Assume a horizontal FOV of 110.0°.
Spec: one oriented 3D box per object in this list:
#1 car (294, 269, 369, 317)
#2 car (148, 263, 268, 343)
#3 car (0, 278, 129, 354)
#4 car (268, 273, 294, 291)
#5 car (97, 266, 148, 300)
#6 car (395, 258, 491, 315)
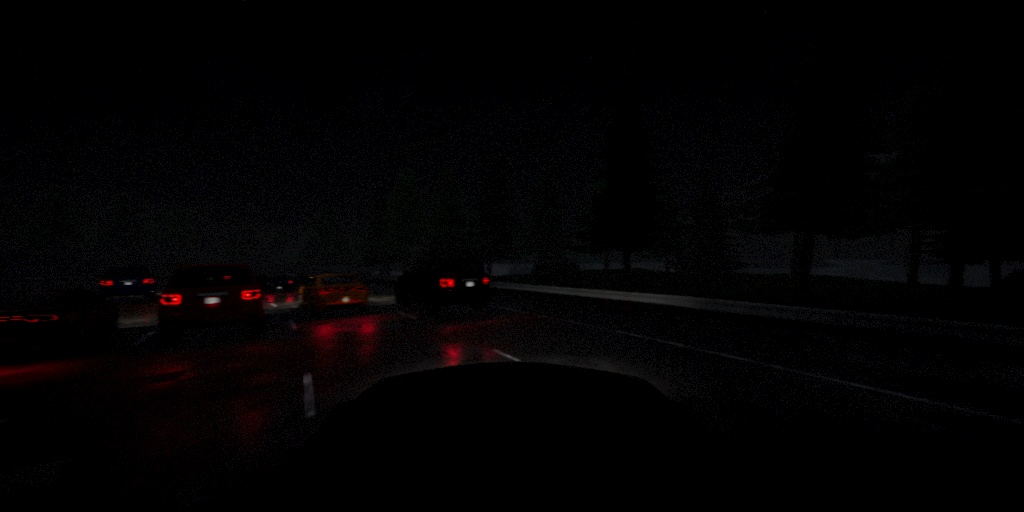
[{"bbox_3d":[-7.472,1.471,14.831,1.882,1.535,5.008,-1,-1,-38],"label":"car"},{"bbox_3d":[-9.045,1.239,11.130,2.150,2.045,5.566,-1,0,-36],"label":"car"},{"bbox_3d":[-12.045,1.559,9.268,1.882,1.535,5.008,-1,0,-36],"label":"car"},{"bbox_3d":[-17.324,1.886,25.716,4.718,1.301,1.895,-2,0,43],"label":"car"},{"bbox_3d":[-22.760,1.624,21.233,5.566,2.045,2.150,-1,0,43],"label":"car"},{"bbox_3d":[-2.988,1.105,14.685,2.150,2.045,5.566,-1,0,-35],"label":"car"}]
